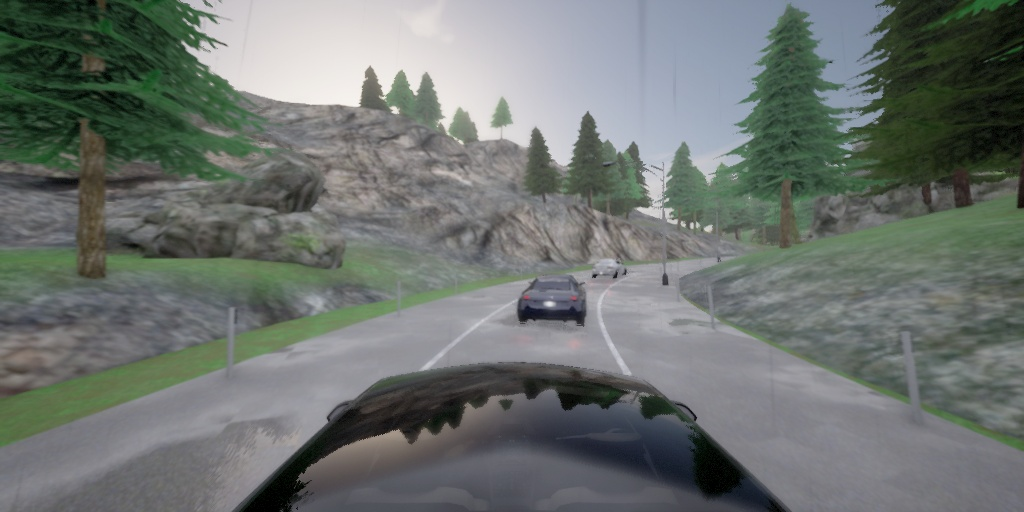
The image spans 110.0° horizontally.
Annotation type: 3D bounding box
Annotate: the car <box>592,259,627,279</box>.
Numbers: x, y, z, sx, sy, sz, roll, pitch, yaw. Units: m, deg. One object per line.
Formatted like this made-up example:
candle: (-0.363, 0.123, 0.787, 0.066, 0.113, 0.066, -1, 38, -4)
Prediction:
car: (7.623, 0.936, 28.014, 1.812, 1.442, 4.674, -1, 1, 30)

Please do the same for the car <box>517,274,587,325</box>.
car: (1.426, 1.266, 11.731, 1.994, 1.385, 4.181, 0, 0, 11)
